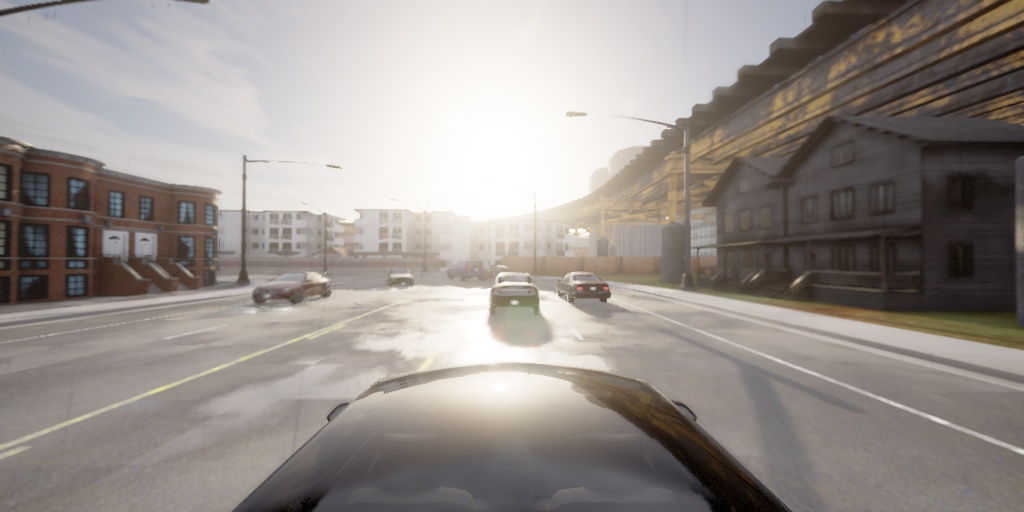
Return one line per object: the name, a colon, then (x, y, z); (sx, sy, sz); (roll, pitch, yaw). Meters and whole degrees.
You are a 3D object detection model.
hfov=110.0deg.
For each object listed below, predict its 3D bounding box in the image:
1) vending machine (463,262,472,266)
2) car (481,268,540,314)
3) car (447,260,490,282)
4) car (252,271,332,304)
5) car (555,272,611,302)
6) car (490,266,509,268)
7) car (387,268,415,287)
vending machine: (-6.380, 1.642, 51.826); (0.880, 2.100, 1.100); (0, 0, 39)
car: (0.084, 1.423, 14.783); (2.128, 1.511, 4.902); (0, -1, 0)
car: (-4.682, 1.447, 35.985); (2.150, 2.045, 5.566); (1, -1, -30)
car: (-10.713, 1.501, 17.905); (1.812, 1.442, 4.674); (0, -1, -2)
car: (3.506, 1.531, 18.479); (2.033, 1.411, 5.357); (0, -1, -2)
car: (-1.583, 1.751, 37.358); (1.837, 1.490, 4.892); (1, -1, -29)
car: (-9.076, 1.677, 29.015); (2.033, 1.411, 5.357); (0, -1, -23)
